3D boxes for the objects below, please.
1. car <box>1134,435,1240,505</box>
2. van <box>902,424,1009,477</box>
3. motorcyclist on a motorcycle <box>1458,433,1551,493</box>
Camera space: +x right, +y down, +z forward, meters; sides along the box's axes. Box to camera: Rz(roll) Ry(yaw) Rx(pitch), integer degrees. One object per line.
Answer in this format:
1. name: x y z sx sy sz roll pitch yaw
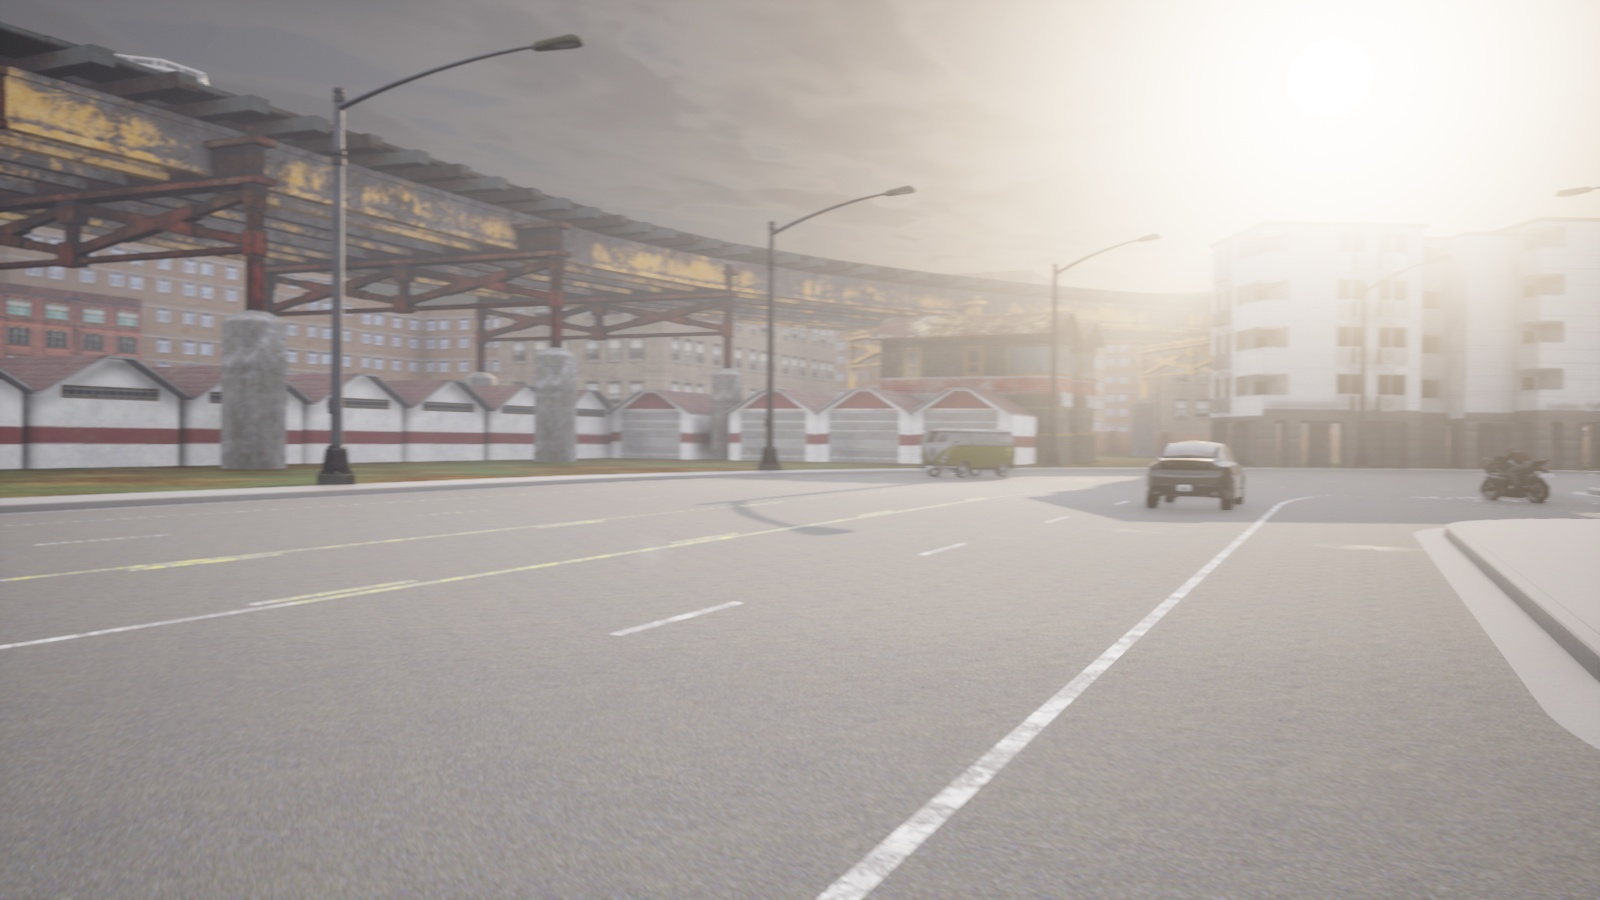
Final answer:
1. car: 9.171 0.410 29.497 1.837 1.490 4.892 0 0 24
2. van: 6.223 0.003 49.889 4.442 1.987 1.775 -1 0 -44
3. motorcyclist on a motorcycle: 18.578 0.336 33.176 0.866 1.530 2.191 -1 0 -14
